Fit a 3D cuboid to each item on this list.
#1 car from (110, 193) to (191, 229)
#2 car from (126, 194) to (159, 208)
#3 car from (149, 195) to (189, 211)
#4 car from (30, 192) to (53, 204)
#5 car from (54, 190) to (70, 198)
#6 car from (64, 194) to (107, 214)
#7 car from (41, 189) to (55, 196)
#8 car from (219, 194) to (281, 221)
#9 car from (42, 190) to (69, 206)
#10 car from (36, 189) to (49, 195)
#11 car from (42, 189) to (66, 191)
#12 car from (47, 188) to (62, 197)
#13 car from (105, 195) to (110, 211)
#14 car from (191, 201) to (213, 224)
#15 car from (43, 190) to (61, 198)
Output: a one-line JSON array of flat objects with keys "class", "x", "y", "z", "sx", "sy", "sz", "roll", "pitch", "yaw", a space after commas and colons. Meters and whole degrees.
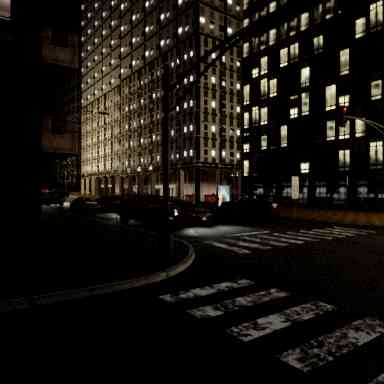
[{"class": "car", "x": -2.579, "y": 1.008, "z": 19.315, "sx": 2.192, "sy": 1.841, "sz": 5.009, "roll": 2, "pitch": 0, "yaw": -36}, {"class": "car", "x": -5.657, "y": 0.966, "z": 37.748, "sx": 1.947, "sy": 1.339, "sz": 4.313, "roll": 1, "pitch": 0, "yaw": -36}, {"class": "car", "x": -2.388, "y": 1.070, "z": 33.266, "sx": 1.947, "sy": 1.339, "sz": 4.313, "roll": 1, "pitch": 0, "yaw": -36}, {"class": "car", "x": -18.925, "y": 0.752, "z": 41.720, "sx": 1.802, "sy": 1.307, "sz": 4.206, "roll": 2, "pitch": 0, "yaw": -36}, {"class": "car", "x": -25.266, "y": 0.309, "z": 64.641, "sx": 1.887, "sy": 1.381, "sz": 4.507, "roll": 1, "pitch": 0, "yaw": -36}, {"class": "car", "x": -9.122, "y": 1.067, "z": 28.278, "sx": 1.802, "sy": 1.307, "sz": 4.206, "roll": 2, "pitch": 0, "yaw": -36}, {"class": "car", "x": -31.802, "y": 0.096, "z": 73.605, "sx": 1.887, "sy": 1.381, "sz": 4.507, "roll": 1, "pitch": 0, "yaw": -36}, {"class": "car", "x": 4.155, "y": 1.027, "z": 24.301, "sx": 2.192, "sy": 1.841, "sz": 5.009, "roll": 1, "pitch": 0, "yaw": -36}, {"class": "car", "x": -15.657, "y": 0.827, "z": 37.240, "sx": 2.008, "sy": 1.369, "sz": 4.403, "roll": 2, "pitch": 0, "yaw": -36}, {"class": "car", "x": -35.071, "y": -0.011, "z": 78.087, "sx": 1.887, "sy": 1.381, "sz": 4.507, "roll": 1, "pitch": 0, "yaw": -36}, {"class": "car", "x": -18.787, "y": 0.604, "z": 46.018, "sx": 2.128, "sy": 1.511, "sz": 4.902, "roll": 0, "pitch": 1, "yaw": -36}, {"class": "car", "x": -28.531, "y": 0.099, "z": 69.122, "sx": 1.967, "sy": 1.590, "sz": 4.097, "roll": 1, "pitch": 0, "yaw": -36}, {"class": "car", "x": -6.989, "y": 0.971, "z": 29.723, "sx": 1.882, "sy": 1.535, "sz": 5.008, "roll": 0, "pitch": 2, "yaw": -36}, {"class": "car", "x": -0.655, "y": 1.220, "z": 21.040, "sx": 1.812, "sy": 1.442, "sz": 4.674, "roll": 0, "pitch": 1, "yaw": -36}, {"class": "car", "x": -25.545, "y": 0.382, "z": 60.600, "sx": 1.994, "sy": 1.385, "sz": 4.181, "roll": 0, "pitch": 1, "yaw": -36}]
